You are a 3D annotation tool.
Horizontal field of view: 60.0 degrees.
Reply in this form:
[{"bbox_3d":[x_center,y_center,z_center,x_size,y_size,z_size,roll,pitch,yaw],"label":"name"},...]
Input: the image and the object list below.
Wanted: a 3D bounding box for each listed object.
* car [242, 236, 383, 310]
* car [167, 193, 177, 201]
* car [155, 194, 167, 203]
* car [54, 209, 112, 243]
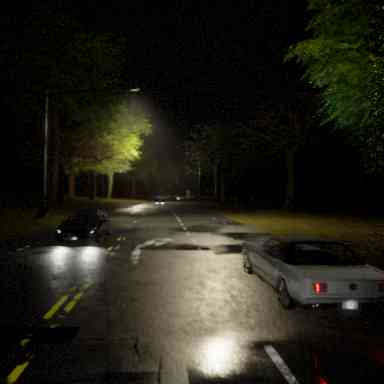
[{"bbox_3d":[2.600,1.721,8.099,1.895,1.301,4.718,1,0,-5],"label":"car"},{"bbox_3d":[-5.013,1.745,88.671,2.128,1.511,4.902,1,0,-5],"label":"car"},{"bbox_3d":[-7.400,1.741,76.730,1.994,1.385,4.181,1,0,-5],"label":"car"},{"bbox_3d":[-5.164,1.577,16.555,2.033,1.411,5.357,1,0,-6],"label":"car"}]
